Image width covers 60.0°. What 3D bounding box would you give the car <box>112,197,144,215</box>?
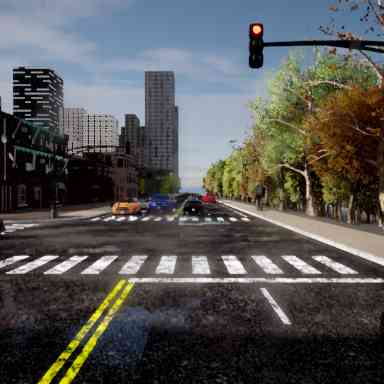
[{"bbox_3d":[-6.557,1.341,33.717,2.097,1.767,4.553,0,0,1],"label":"car"}]

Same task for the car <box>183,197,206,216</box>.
[{"bbox_3d":[0.174,1.467,32.837,1.882,1.535,5.008,0,0,1],"label":"car"}]

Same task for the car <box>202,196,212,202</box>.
[{"bbox_3d":[3.400,1.521,75.910,1.994,1.385,4.181,0,0,0],"label":"car"}]

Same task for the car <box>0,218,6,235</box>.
[{"bbox_3d":[-11.846,1.578,16.634,5.008,1.535,1.882,-2,0,12],"label":"car"}]

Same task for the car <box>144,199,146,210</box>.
[{"bbox_3d":[-6.501,1.586,42.703,1.895,1.301,4.718,0,0,0],"label":"car"}]

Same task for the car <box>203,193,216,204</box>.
[{"bbox_3d":[3.474,1.196,65.326,2.150,2.045,5.566,0,0,1],"label":"car"}]

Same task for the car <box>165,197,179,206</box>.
[{"bbox_3d":[-3.228,1.580,54.899,1.895,1.301,4.718,0,0,0],"label":"car"}]

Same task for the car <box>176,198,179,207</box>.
[{"bbox_3d":[-3.241,1.336,45.558,2.097,1.767,4.553,0,0,0],"label":"car"}]

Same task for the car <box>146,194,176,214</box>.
[{"bbox_3d":[-3.269,1.210,35.866,2.150,2.045,5.566,0,0,0],"label":"car"}]

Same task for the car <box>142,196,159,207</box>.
[{"bbox_3d":[-6.483,1.472,52.707,2.128,1.511,4.902,0,0,0],"label":"car"}]

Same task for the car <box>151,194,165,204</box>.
[{"bbox_3d":[-6.432,1.328,62.762,2.097,1.767,4.553,0,0,1],"label":"car"}]

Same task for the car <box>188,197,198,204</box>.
[{"bbox_3d":[0.230,1.575,65.823,1.895,1.301,4.718,0,0,0],"label":"car"}]

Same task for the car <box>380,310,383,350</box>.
[{"bbox_3d":[3.356,1.491,2.379,2.128,1.511,4.902,0,0,0],"label":"car"}]
